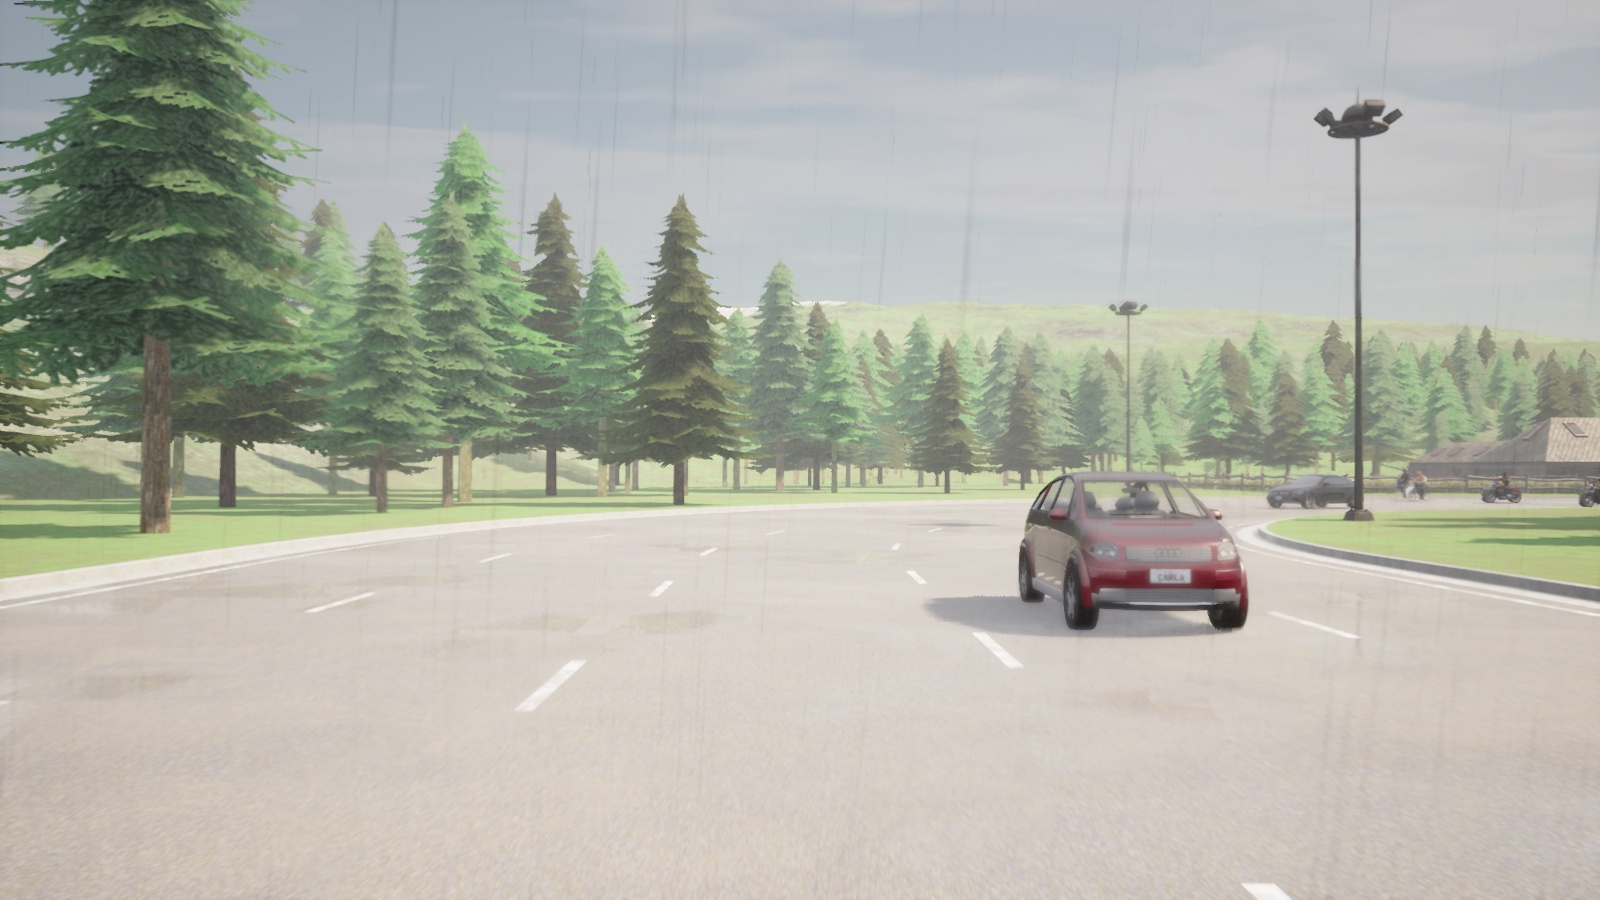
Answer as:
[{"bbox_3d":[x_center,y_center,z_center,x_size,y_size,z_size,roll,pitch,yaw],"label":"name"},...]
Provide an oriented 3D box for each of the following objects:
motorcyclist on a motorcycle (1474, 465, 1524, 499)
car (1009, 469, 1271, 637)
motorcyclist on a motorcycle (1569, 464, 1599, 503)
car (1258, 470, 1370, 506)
[{"bbox_3d":[34.654,1.573,62.245,2.350,1.649,0.766,0,-1,-18],"label":"motorcyclist on a motorcycle"},{"bbox_3d":[3.464,0.983,13.509,1.789,1.549,3.705,0,-1,0],"label":"car"},{"bbox_3d":[34.833,1.460,54.879,2.350,1.649,0.766,0,-1,-20],"label":"motorcyclist on a motorcycle"},{"bbox_3d":[21.573,1.554,52.666,4.674,1.442,1.812,0,-1,-29],"label":"car"}]
